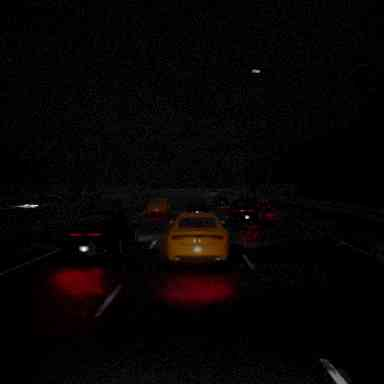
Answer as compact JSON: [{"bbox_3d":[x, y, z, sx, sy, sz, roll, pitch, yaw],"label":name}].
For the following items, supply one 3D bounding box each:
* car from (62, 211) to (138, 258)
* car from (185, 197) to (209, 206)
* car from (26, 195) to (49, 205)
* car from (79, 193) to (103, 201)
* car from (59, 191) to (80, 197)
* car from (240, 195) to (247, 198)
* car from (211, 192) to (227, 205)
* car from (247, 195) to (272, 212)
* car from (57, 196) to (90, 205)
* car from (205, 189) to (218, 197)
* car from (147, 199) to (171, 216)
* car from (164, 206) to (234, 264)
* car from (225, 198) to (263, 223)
[{"bbox_3d":[-3.305,1.494,12.682,1.837,1.490,4.892,0,0,1],"label":"car"},{"bbox_3d":[0.473,1.405,29.813,1.837,1.490,4.892,0,1,1],"label":"car"},{"bbox_3d":[-23.791,1.178,51.390,1.812,1.442,4.674,0,1,2],"label":"car"},{"bbox_3d":[-16.677,1.120,56.317,2.033,1.411,5.357,0,1,2],"label":"car"},{"bbox_3d":[-20.206,0.811,55.321,2.150,2.045,5.566,0,1,2],"label":"car"},{"bbox_3d":[7.705,1.205,47.301,1.837,1.490,4.892,0,1,1],"label":"car"},{"bbox_3d":[4.237,1.171,49.729,1.837,1.490,4.892,0,1,1],"label":"car"},{"bbox_3d":[7.352,1.369,35.802,1.812,1.442,4.674,0,1,3],"label":"car"},{"bbox_3d":[-13.578,1.429,37.817,1.895,1.301,4.718,0,1,1],"label":"car"},{"bbox_3d":[4.730,0.438,76.738,2.150,2.045,5.566,0,1,1],"label":"car"},{"bbox_3d":[-3.005,1.368,31.070,1.882,1.535,5.008,0,1,1],"label":"car"},{"bbox_3d":[0.185,1.468,11.835,1.882,1.535,5.008,0,0,1],"label":"car"},{"bbox_3d":[3.786,1.438,25.014,1.837,1.490,4.892,0,0,1],"label":"car"}]
